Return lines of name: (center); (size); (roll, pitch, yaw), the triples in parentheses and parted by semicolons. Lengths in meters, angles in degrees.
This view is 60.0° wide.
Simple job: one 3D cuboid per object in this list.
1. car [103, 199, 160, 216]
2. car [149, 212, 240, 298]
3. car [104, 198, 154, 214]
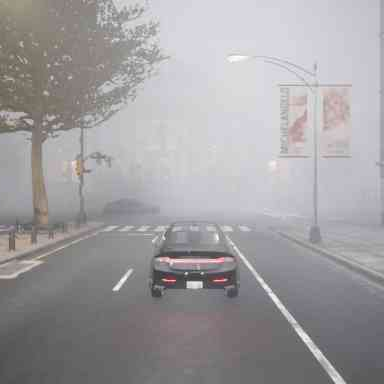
car: (-5.780, 1.547, 32.093); (5.357, 1.411, 2.033); (0, 0, 0)
car: (0.060, 1.491, 8.530); (2.128, 1.511, 4.902); (0, 0, 0)
car: (-6.689, 1.477, 35.597); (5.008, 1.535, 1.882); (0, 0, 0)
